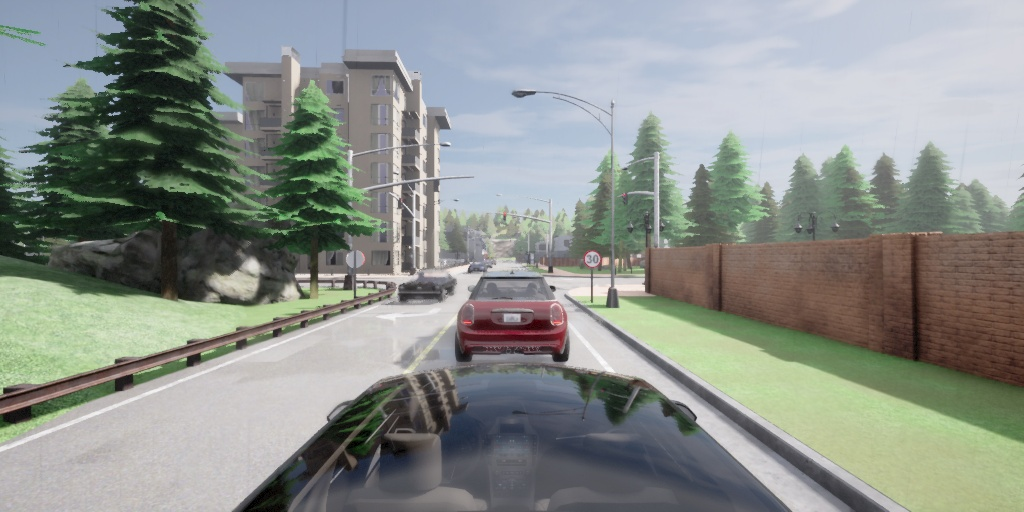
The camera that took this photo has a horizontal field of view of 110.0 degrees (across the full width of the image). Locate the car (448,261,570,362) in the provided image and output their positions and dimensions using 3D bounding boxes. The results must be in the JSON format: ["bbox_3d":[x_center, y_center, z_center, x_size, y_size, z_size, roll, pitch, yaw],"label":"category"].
[{"bbox_3d":[0.004,1.102,8.384,2.097,1.767,4.553,0,0,0],"label":"car"}]

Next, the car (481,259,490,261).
[{"bbox_3d":[-3.943,1.314,41.171,1.994,1.385,4.181,0,0,0],"label":"car"}]

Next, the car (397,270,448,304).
[{"bbox_3d":[-3.731,1.350,16.538,1.895,1.301,4.718,0,0,-1],"label":"car"}]

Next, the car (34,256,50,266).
[{"bbox_3d":[-30.933,0.987,24.692,5.566,2.045,2.150,0,0,-1],"label":"car"}]

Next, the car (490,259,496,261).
[{"bbox_3d":[-4.062,1.241,55.763,2.128,1.511,4.902,0,0,0],"label":"car"}]
